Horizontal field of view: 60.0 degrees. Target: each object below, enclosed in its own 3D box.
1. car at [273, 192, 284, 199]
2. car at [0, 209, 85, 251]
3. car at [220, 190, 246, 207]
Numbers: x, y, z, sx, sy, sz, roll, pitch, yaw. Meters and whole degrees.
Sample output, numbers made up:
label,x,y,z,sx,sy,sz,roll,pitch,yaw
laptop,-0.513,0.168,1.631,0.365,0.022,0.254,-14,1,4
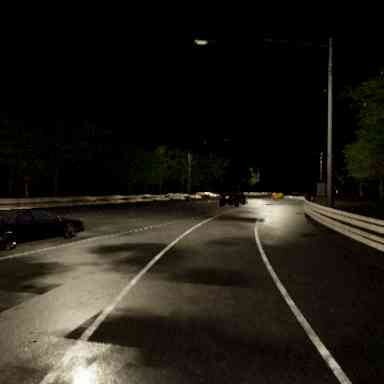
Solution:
label,x,y,z,sx,sy,sz,roll,pitch,yaw
car,19.698,0.808,75.772,1.882,1.535,5.008,0,0,23
car,-6.792,1.391,13.418,2.033,1.411,5.357,0,1,23
car,5.157,0.804,41.621,2.150,2.045,5.566,0,1,23
